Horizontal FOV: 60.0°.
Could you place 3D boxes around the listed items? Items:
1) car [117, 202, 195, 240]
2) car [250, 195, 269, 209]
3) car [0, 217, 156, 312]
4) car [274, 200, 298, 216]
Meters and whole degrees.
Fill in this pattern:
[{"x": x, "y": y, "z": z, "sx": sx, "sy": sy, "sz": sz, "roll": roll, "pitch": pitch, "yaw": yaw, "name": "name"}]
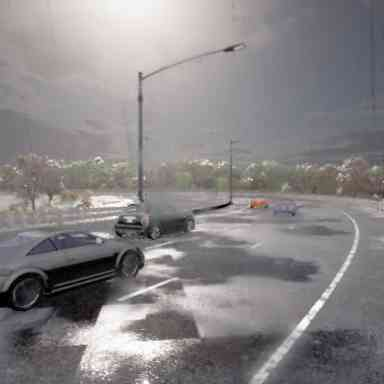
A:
[{"x": -1.691, "y": 1.283, "z": 16.650, "sx": 2.097, "sy": 1.767, "sz": 4.553, "roll": 0, "pitch": 0, "yaw": 30, "name": "car"}, {"x": 8.665, "y": 1.161, "z": 42.400, "sx": 2.097, "sy": 1.767, "sz": 4.553, "roll": 0, "pitch": 0, "yaw": 15, "name": "car"}, {"x": -3.048, "y": 1.529, "z": 7.822, "sx": 1.994, "sy": 1.385, "sz": 4.181, "roll": -1, "pitch": 0, "yaw": 34, "name": "car"}, {"x": 8.625, "y": 1.407, "z": 30.414, "sx": 2.033, "sy": 1.411, "sz": 5.357, "roll": 0, "pitch": 0, "yaw": 20, "name": "car"}]
